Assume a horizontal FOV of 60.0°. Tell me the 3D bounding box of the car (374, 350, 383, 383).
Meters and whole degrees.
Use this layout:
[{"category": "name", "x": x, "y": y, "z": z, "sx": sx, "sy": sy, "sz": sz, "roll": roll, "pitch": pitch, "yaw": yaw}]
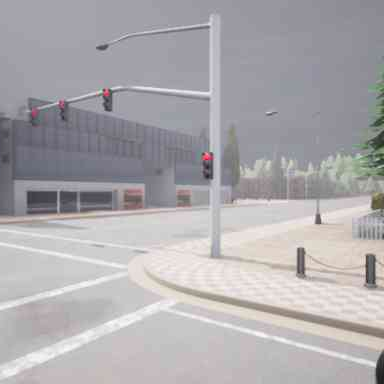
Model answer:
[{"category": "car", "x": 3.586, "y": 1.476, "z": 1.402, "sx": 5.008, "sy": 1.535, "sz": 1.882, "roll": 0, "pitch": 0, "yaw": 36}]
